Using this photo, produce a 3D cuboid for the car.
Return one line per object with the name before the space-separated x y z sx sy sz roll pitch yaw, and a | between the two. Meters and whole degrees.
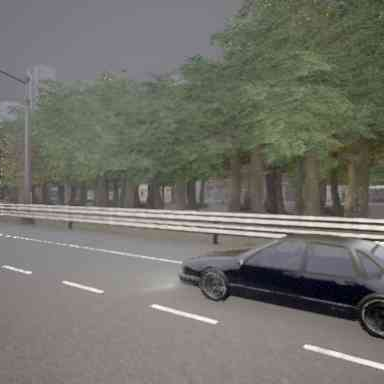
car | 2.299 1.548 6.528 5.357 1.411 2.033 0 0 36
